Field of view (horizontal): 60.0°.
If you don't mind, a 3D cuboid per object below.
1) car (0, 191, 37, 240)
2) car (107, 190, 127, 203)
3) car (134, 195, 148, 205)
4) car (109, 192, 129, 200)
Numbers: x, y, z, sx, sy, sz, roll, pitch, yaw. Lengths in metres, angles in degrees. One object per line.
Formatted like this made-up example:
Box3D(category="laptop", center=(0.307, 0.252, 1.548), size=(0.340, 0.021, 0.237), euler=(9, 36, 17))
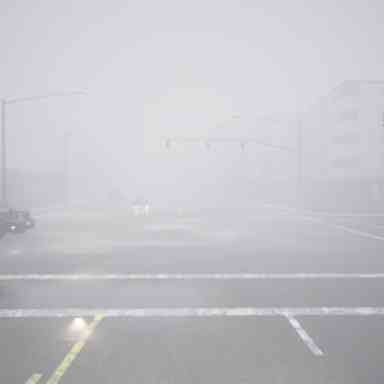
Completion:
Box3D(category="car", center=(-10.388, 1.122, 15.467), size=(5.566, 2.045, 2.150), euler=(0, 1, -2))
Box3D(category="car", center=(-12.466, 0.641, 53.794), size=(2.150, 2.045, 5.566), euler=(0, 1, -21))
Box3D(category="car", center=(-7.098, 1.114, 46.298), size=(1.895, 1.301, 4.718), euler=(0, 1, -9))
Box3D(category="car", center=(-14.398, 0.754, 65.338), size=(1.882, 1.535, 5.008), euler=(-1, 1, -35))
